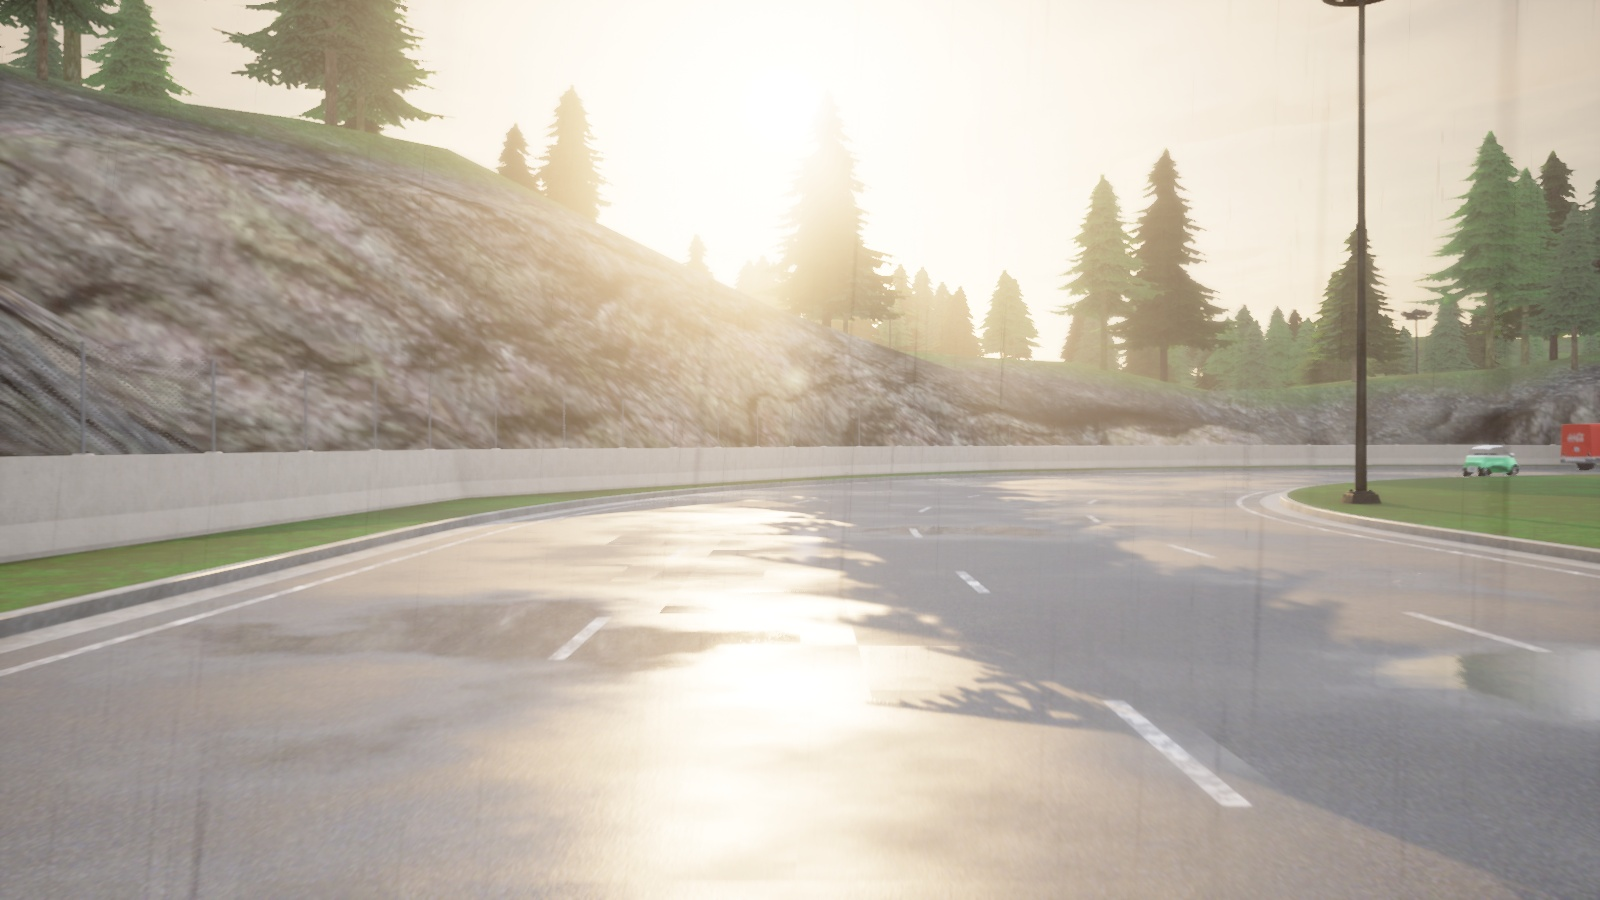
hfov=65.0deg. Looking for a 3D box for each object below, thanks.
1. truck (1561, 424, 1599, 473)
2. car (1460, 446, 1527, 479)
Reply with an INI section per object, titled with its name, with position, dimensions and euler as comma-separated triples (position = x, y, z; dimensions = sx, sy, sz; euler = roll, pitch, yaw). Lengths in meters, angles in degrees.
[truck]
position = 42.303, -0.068, 64.217
dimensions = 5.204, 2.467, 2.627
euler = 0, 0, -4
[car]
position = 29.766, 0.521, 53.946
dimensions = 2.207, 1.376, 1.481
euler = 0, 0, -24
